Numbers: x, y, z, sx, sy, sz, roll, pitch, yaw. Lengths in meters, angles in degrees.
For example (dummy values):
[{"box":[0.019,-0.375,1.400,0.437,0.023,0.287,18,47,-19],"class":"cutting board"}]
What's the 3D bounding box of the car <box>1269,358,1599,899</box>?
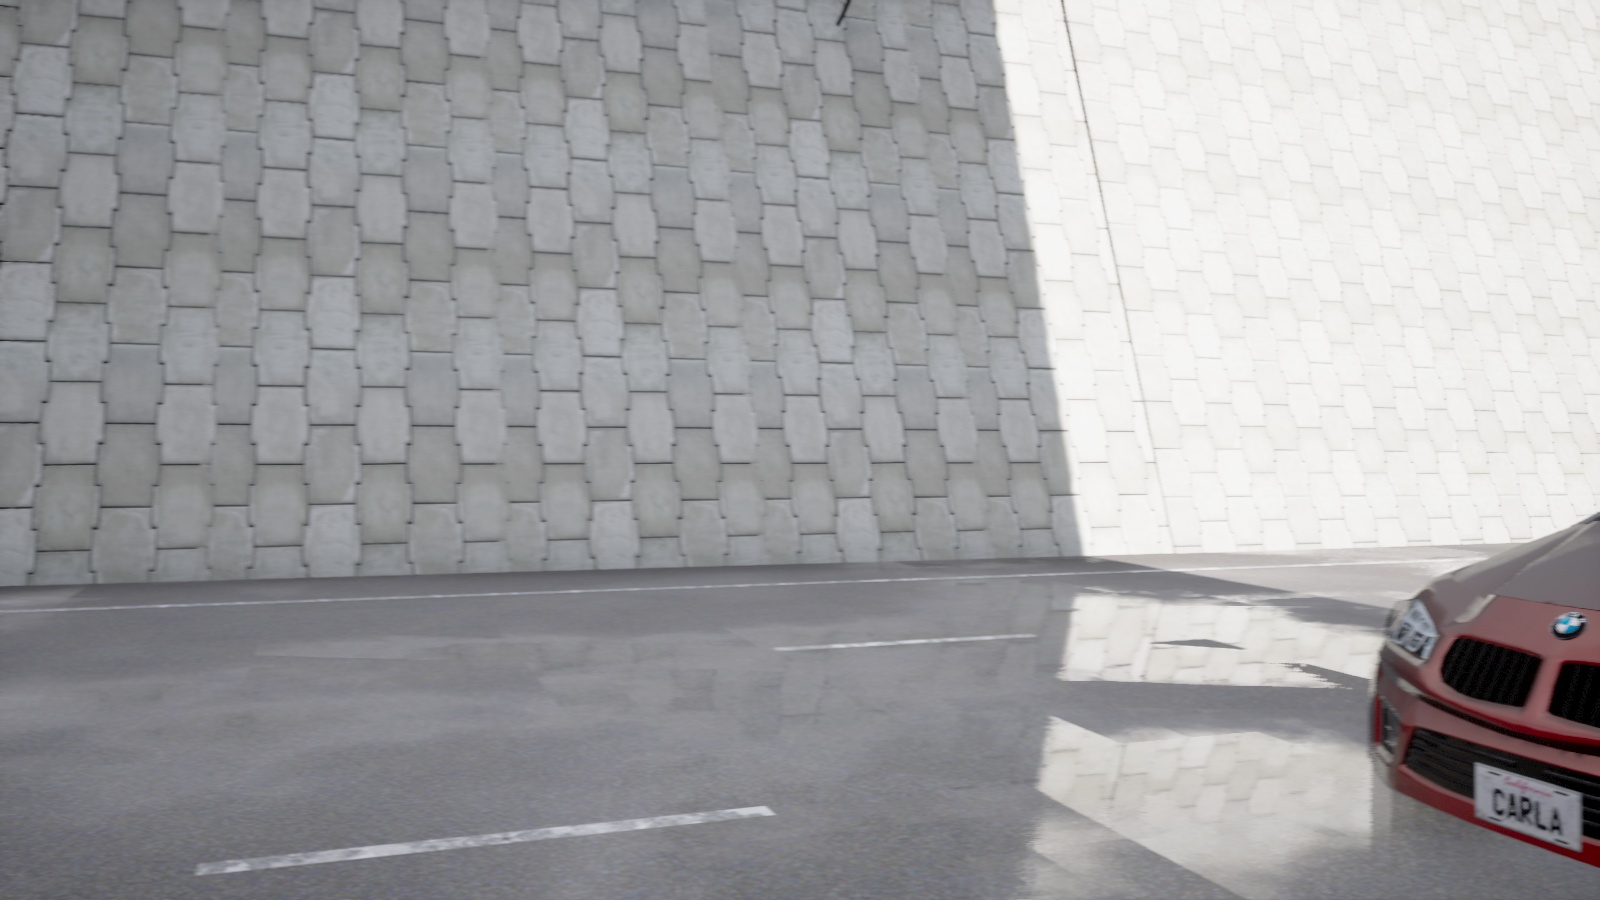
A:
[{"box":[4.488,0.513,4.941,4.611,1.667,2.242,-1,1,-21],"class":"car"}]
